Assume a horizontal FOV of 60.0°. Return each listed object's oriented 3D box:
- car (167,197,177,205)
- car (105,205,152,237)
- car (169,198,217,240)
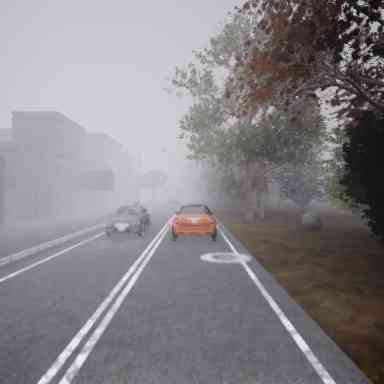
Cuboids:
[{"bbox_3d":[-3.255,1.562,58.222,1.994,1.385,4.181,0,0,1],"label":"car"},{"bbox_3d":[-3.338,1.499,18.201,2.128,1.511,4.902,0,0,0],"label":"car"},{"bbox_3d":[0.111,1.360,17.248,2.097,1.767,4.553,0,0,0],"label":"car"}]
